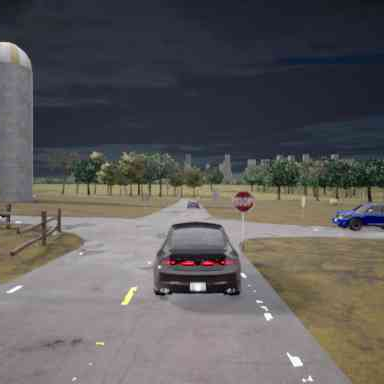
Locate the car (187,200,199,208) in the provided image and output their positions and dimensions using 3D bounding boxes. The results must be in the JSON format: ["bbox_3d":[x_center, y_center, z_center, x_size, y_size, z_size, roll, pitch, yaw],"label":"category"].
[{"bbox_3d":[0.208,2.010,56.091,1.812,1.442,4.674,0,-1,0],"label":"car"}]

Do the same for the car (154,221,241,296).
[{"bbox_3d":[0.117,1.524,8.647,1.837,1.490,4.892,0,0,0],"label":"car"}]

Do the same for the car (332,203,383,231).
[{"bbox_3d":[13.479,1.850,24.780,5.566,2.045,2.150,2,0,0],"label":"car"}]

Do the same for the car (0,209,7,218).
[{"bbox_3d":[-15.217,1.192,21.951,5.357,1.411,2.033,2,0,0],"label":"car"}]
